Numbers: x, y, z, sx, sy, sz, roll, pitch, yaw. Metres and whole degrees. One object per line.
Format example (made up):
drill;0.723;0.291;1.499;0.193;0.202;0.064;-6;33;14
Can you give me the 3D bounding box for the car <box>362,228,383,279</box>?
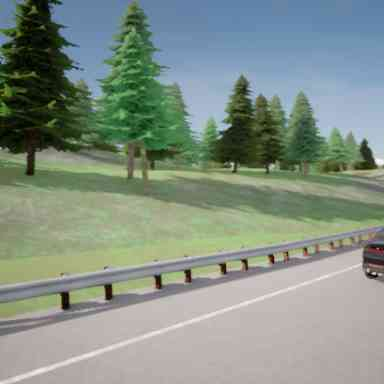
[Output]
car;6.694;1.684;9.769;4.892;1.490;1.837;1;-2;-42
